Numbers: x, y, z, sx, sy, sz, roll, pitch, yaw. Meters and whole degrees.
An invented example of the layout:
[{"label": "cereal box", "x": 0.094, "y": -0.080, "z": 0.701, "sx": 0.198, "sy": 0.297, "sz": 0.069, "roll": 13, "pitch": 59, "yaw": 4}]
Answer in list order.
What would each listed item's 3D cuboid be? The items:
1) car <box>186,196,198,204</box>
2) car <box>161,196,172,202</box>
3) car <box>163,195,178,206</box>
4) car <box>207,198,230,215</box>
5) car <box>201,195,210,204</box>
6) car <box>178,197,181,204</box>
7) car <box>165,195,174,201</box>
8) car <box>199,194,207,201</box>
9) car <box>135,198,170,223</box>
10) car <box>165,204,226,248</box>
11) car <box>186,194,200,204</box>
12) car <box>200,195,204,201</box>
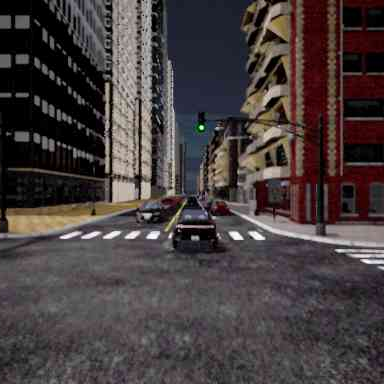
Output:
[{"label": "car", "x": 0.018, "y": 1.491, "z": 65.322, "sx": 2.128, "sy": 1.511, "sz": 4.902, "roll": 0, "pitch": 0, "yaw": 0}, {"label": "car", "x": -5.670, "y": 1.553, "z": 73.882, "sx": 2.008, "sy": 1.369, "sz": 4.403, "roll": 0, "pitch": 0, "yaw": 0}, {"label": "car", "x": -3.073, "y": 1.519, "z": 42.126, "sx": 1.812, "sy": 1.442, "sz": 4.674, "roll": 0, "pitch": 0, "yaw": 0}, {"label": "car", "x": 2.751, "y": 1.575, "z": 32.721, "sx": 1.802, "sy": 1.307, "sz": 4.206, "roll": 0, "pitch": 0, "yaw": 0}, {"label": "car", "x": 2.703, "y": 1.545, "z": 45.638, "sx": 2.008, "sy": 1.369, "sz": 4.403, "roll": 0, "pitch": 0, "yaw": 0}, {"label": "car", "x": -2.985, "y": 1.517, "z": 59.490, "sx": 1.882, "sy": 1.535, "sz": 5.008, "roll": 0, "pitch": 0, "yaw": 0}, {"label": "car", "x": -5.668, "y": 1.554, "z": 85.180, "sx": 1.887, "sy": 1.381, "sz": 4.507, "roll": 0, "pitch": 0, "yaw": 0}, {"label": "car", "x": 2.712, "y": 1.449, "z": 85.178, "sx": 1.967, "sy": 1.590, "sz": 4.097, "roll": 0, "pitch": 0, "yaw": 0}, {"label": "car", "x": -3.092, "y": 1.481, "z": 25.438, "sx": 2.128, "sy": 1.511, "sz": 4.902, "roll": 0, "pitch": 0, "yaw": 0}, {"label": "car", "x": 0.127, "y": 1.525, "z": 15.063, "sx": 2.128, "sy": 1.511, "sz": 4.902, "roll": 1, "pitch": 0, "yaw": 0}, {"label": "car", "x": 0.014, "y": 1.501, "z": 54.905, "sx": 1.837, "sy": 1.490, "sz": 4.892, "roll": 0, "pitch": 0, "yaw": 0}, {"label": "car", "x": 2.705, "y": 1.546, "z": 51.286, "sx": 2.008, "sy": 1.369, "sz": 4.403, "roll": 0, "pitch": 0, "yaw": 0}]
